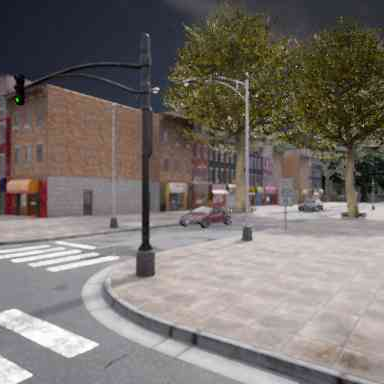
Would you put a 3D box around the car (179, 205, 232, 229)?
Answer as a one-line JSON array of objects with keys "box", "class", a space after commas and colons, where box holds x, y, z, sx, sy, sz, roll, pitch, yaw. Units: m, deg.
[{"box": [1.055, 1.618, 22.702, 1.812, 1.442, 4.674, 0, 0, 36], "class": "car"}]

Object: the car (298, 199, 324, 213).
[{"box": [15.007, 1.640, 41.854, 2.097, 1.767, 4.553, 0, 0, 36], "class": "car"}]
